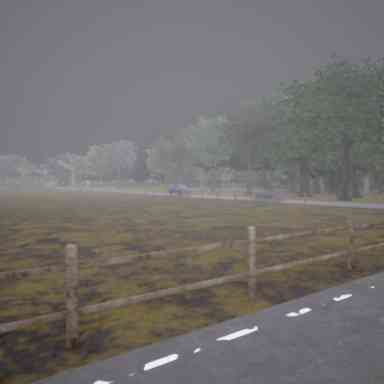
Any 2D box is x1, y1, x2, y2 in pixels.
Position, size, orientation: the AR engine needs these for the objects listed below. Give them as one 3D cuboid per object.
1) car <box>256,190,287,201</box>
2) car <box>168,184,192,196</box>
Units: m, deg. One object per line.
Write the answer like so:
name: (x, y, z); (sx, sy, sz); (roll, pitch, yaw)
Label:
car: (10.245, 0.425, 43.689); (1.812, 1.442, 4.674); (-1, 2, -35)
car: (-2.247, -0.413, 61.430); (2.150, 2.045, 5.566); (-1, 2, -35)
